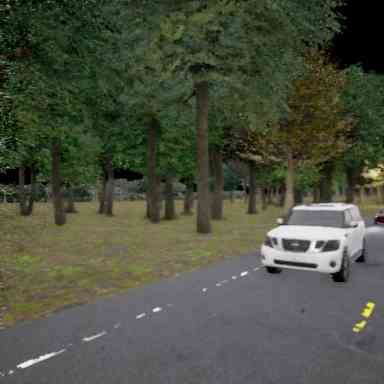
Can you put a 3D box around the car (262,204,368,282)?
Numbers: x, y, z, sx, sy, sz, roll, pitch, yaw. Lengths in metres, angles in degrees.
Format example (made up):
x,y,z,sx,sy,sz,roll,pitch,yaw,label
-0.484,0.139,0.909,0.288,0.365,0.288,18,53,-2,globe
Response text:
x,y,z,sx,sy,sz,roll,pitch,yaw,label
4.245,1.422,10.893,2.150,2.045,5.566,-1,-2,35,car

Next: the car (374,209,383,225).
x,y,z,sx,sy,sz,roll,pitch,yaw,label
16.797,2.125,28.367,1.895,1.301,4.718,-1,-2,35,car
